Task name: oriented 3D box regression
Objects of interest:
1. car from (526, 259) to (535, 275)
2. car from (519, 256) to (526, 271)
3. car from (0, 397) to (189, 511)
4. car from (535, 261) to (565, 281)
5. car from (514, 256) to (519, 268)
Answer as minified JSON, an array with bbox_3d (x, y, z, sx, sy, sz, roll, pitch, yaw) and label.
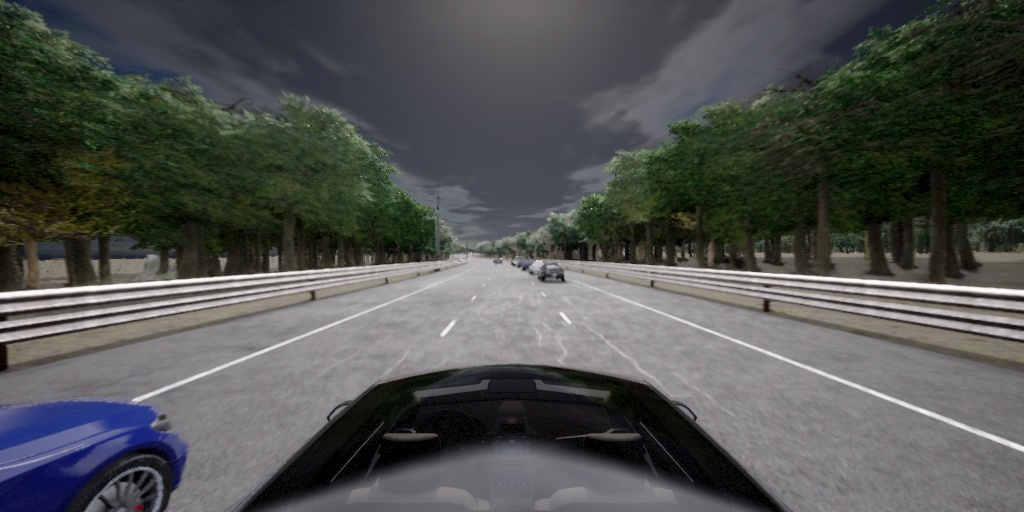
[{"bbox_3d":[2.925,1.321,40.860,1.812,1.442,4.674,0,0,-2],"label":"car"},{"bbox_3d":[2.524,1.174,51.935,2.097,1.767,4.553,0,0,-3],"label":"car"},{"bbox_3d":[-3.403,1.284,0.765,1.812,1.442,4.674,0,0,0],"label":"car"},{"bbox_3d":[3.216,1.300,29.784,1.812,1.442,4.674,0,0,-1],"label":"car"},{"bbox_3d":[2.040,1.207,62.973,2.097,1.767,4.553,0,0,-3],"label":"car"}]
